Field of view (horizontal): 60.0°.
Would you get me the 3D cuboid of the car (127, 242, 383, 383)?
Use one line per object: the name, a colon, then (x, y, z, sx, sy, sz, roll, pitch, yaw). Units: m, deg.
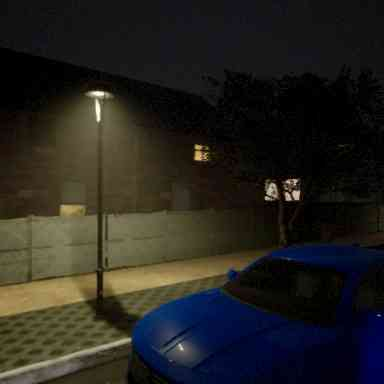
car: (1.649, 1.473, 4.221, 5.008, 1.535, 1.882, 0, 0, -35)
